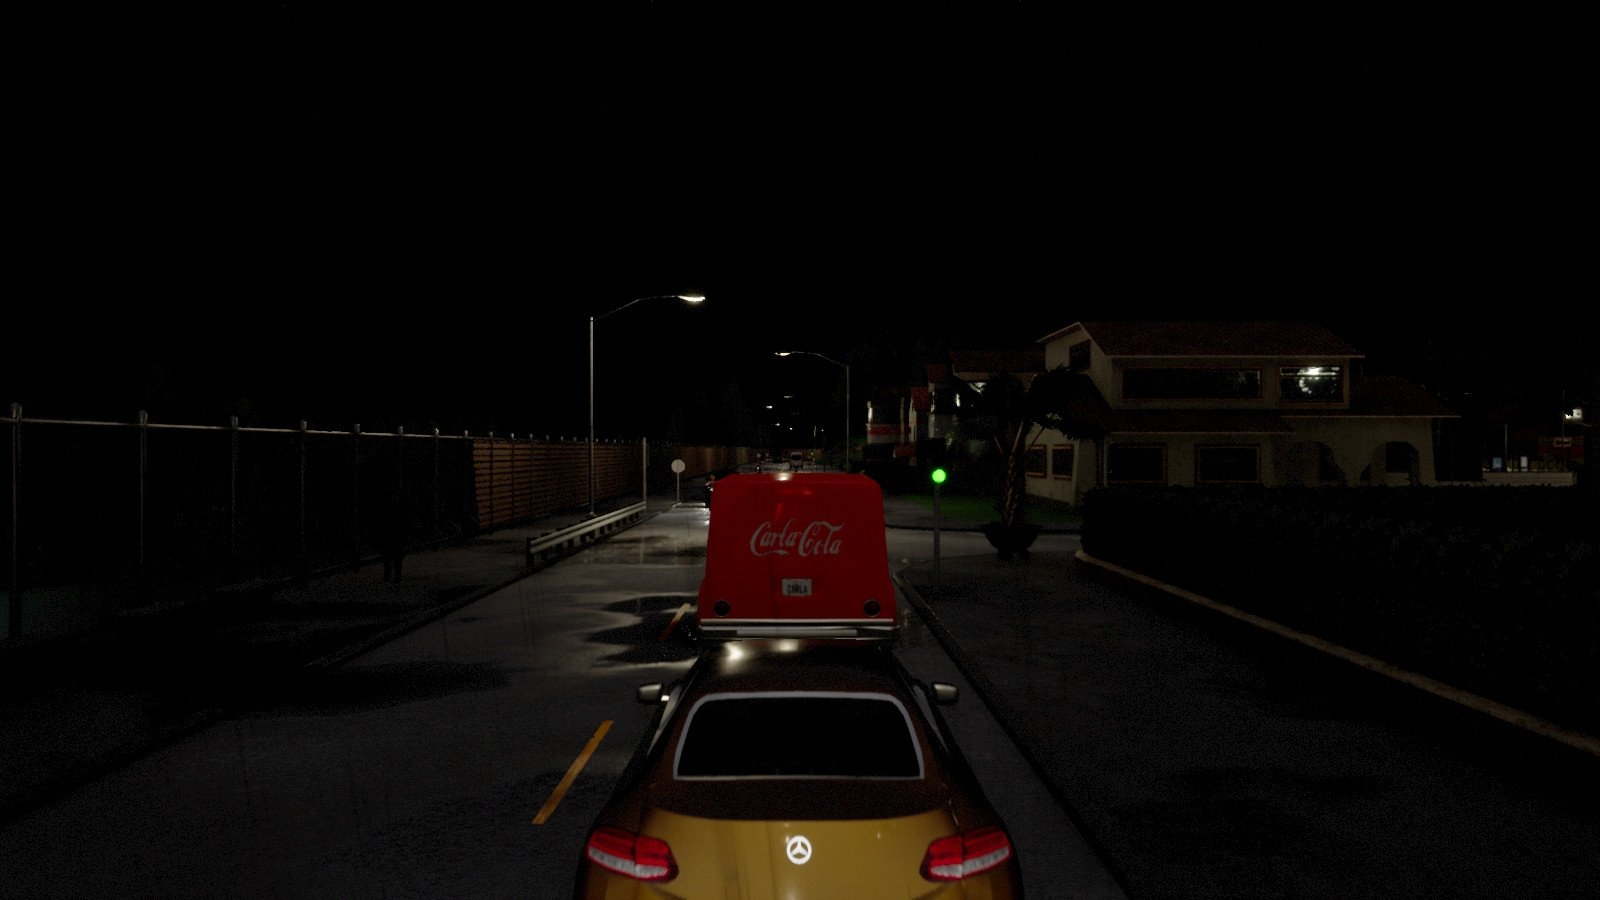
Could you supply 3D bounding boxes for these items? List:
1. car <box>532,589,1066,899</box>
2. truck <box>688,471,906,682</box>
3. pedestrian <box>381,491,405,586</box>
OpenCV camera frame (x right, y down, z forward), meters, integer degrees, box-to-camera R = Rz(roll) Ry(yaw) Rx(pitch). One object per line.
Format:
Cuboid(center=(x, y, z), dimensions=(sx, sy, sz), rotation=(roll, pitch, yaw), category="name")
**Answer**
Cuboid(center=(-0.013, 1.996, 7.114), dimensions=(2.152, 1.651, 5.027), rotation=(0, 0, 0), category="car")
Cuboid(center=(-0.041, 1.573, 16.399), dimensions=(2.627, 2.467, 5.204), rotation=(0, 0, 0), category="truck")
Cuboid(center=(-8.122, 1.756, 22.810), dimensions=(0.375, 1.860, 0.375), rotation=(0, 0, -6), category="pedestrian")
